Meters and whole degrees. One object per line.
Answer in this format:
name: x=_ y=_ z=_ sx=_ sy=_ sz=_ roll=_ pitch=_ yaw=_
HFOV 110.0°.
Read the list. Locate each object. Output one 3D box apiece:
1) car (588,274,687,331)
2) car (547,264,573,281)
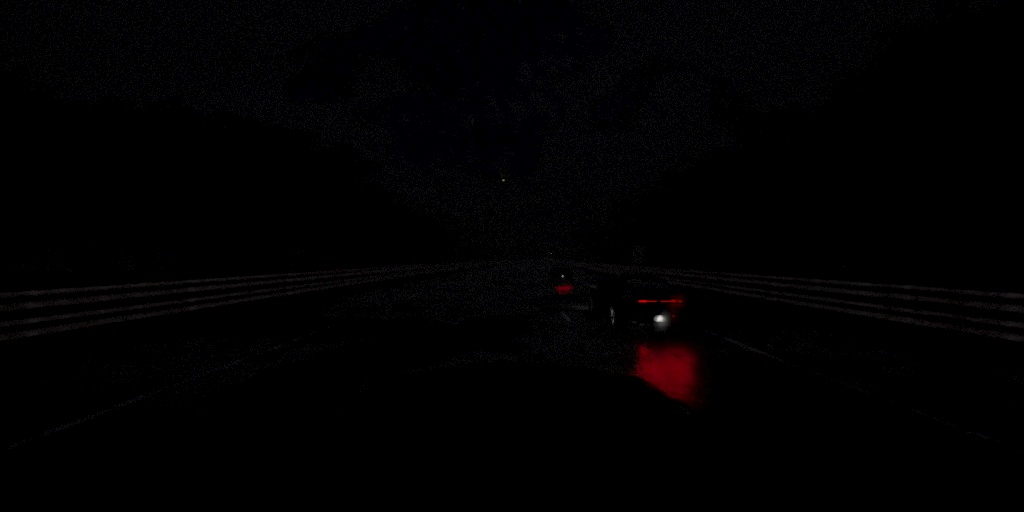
car: x=3.683 y=1.313 z=11.252 sx=1.837 sy=1.490 sz=4.892 roll=0 pitch=0 yaw=1
car: x=4.341 y=1.445 z=32.383 sx=1.837 sy=1.490 sz=4.892 roll=0 pitch=0 yaw=3
